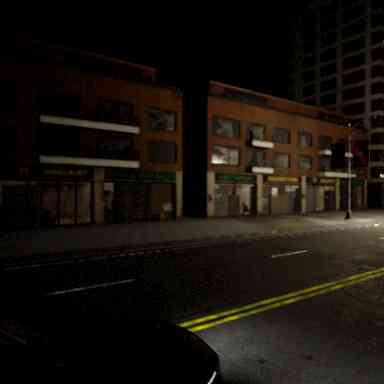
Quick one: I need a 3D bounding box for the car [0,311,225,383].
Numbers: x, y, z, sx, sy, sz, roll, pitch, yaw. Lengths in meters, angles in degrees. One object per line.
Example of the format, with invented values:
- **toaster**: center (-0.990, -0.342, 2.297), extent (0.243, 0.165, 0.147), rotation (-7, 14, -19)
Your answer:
- **car**: center (-1.843, 1.526, 2.126), extent (4.674, 1.442, 1.812), rotation (0, 0, -35)
